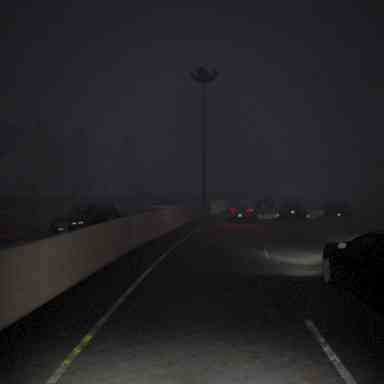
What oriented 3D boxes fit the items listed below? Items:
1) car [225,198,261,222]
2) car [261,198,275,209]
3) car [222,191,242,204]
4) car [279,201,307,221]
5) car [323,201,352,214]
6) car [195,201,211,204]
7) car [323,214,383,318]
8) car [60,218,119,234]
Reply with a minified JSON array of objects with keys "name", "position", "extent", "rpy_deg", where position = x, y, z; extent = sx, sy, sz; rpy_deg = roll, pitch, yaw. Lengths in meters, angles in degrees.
[{"name":"car","position":[3.910,1.366,24.964],"extent":[1.812,1.442,4.674],"rpy_deg":[0,0,16]},{"name":"car","position":[9.103,1.346,41.001],"extent":[1.895,1.301,4.718],"rpy_deg":[0,0,19]},{"name":"car","position":[6.785,0.852,56.351],"extent":[2.150,2.045,5.566],"rpy_deg":[0,0,19]},{"name":"car","position":[7.864,1.408,26.016],"extent":[1.994,1.385,4.181],"rpy_deg":[0,0,17]},{"name":"car","position":[12.051,1.444,27.831],"extent":[1.895,1.301,4.718],"rpy_deg":[0,0,18]},{"name":"car","position":[1.829,1.247,52.726],"extent":[1.895,1.301,4.718],"rpy_deg":[0,0,19]},{"name":"car","position":[4.011,1.445,6.205],"extent":[1.882,1.535,5.008],"rpy_deg":[0,1,4]},{"name":"car","position":[-5.313,1.360,17.056],"extent":[2.128,1.511,4.902],"rpy_deg":[0,0,11]}]
